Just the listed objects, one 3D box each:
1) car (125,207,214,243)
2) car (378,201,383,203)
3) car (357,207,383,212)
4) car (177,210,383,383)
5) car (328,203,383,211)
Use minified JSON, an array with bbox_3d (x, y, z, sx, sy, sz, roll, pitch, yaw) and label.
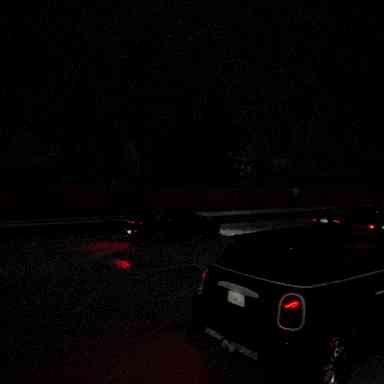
[{"bbox_3d":[-0.825,1.504,16.118,4.892,1.490,1.837,0,0,-36],"label":"car"},{"bbox_3d":[17.477,1.525,29.413,4.674,1.442,1.812,0,0,-36],"label":"car"},{"bbox_3d":[10.045,1.546,15.343,5.357,1.411,2.033,0,0,-37],"label":"car"},{"bbox_3d":[2.273,1.352,5.400,4.553,1.767,2.097,0,0,-36],"label":"car"},{"bbox_3d":[8.878,1.548,18.817,5.357,1.411,2.033,0,0,-38],"label":"car"}]
